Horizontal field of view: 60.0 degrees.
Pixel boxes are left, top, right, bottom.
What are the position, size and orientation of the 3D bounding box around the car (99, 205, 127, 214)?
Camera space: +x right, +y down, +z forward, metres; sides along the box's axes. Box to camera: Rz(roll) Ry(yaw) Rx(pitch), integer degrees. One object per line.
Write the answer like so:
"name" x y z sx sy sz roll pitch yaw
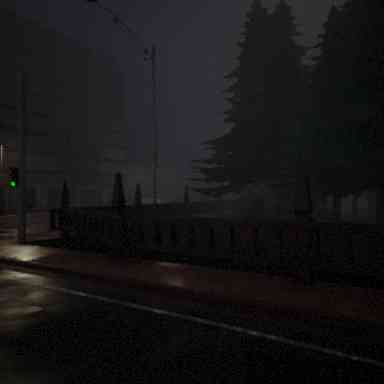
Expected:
"car" -6.492 1.715 26.276 1.812 1.442 4.674 -1 0 31
